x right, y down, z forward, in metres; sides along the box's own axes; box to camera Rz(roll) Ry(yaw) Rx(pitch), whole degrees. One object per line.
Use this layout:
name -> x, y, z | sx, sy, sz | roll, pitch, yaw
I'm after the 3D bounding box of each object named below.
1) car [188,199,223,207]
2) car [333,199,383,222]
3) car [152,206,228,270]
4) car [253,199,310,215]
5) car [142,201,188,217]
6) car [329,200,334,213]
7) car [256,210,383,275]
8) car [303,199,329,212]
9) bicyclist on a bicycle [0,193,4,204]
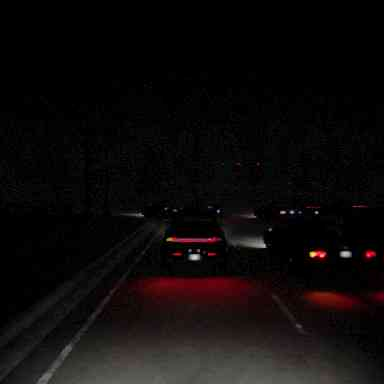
car -> 0.873, 1.366, 29.105 | 1.812, 1.442, 4.674 | 1, 0, -33
car -> 7.081, 1.288, 11.706 | 2.097, 1.767, 4.553 | 0, 0, 0
car -> 0.078, 1.430, 10.841 | 2.128, 1.511, 4.902 | 0, 0, 0
car -> 6.360, 1.410, 25.052 | 2.033, 1.411, 5.357 | 0, 0, -10
car -> -2.527, 1.412, 27.694 | 1.994, 1.385, 4.181 | 0, 0, -36
car -> 12.763, 1.336, 28.362 | 2.128, 1.511, 4.902 | 0, 0, -15
car -> 3.577, 1.489, 10.224 | 2.033, 1.411, 5.357 | 0, 0, 0
car -> 9.017, 1.350, 28.470 | 1.837, 1.490, 4.892 | 1, 0, -19
bicyclist on a bicycle -> -29.230, 1.023, 50.917 | 0.582, 1.620, 1.656 | 0, 1, 0
